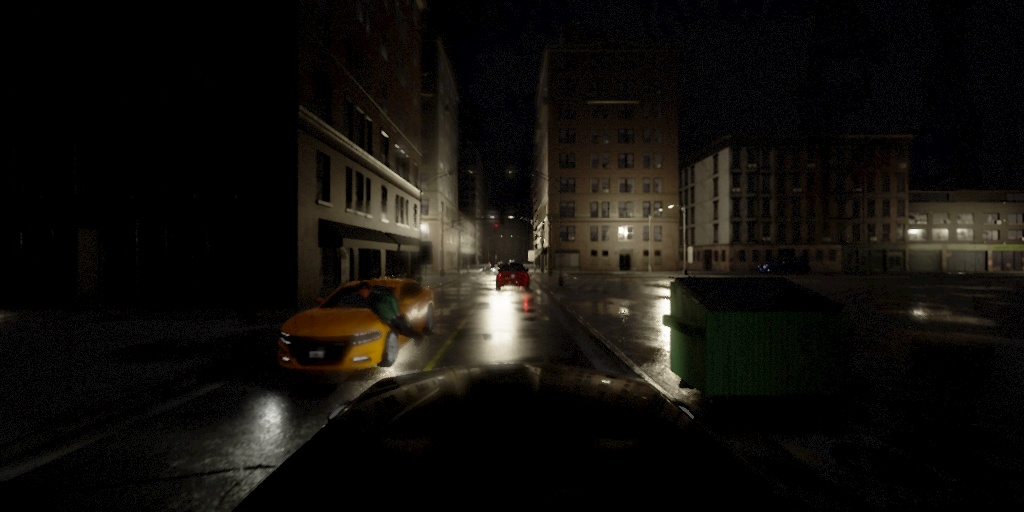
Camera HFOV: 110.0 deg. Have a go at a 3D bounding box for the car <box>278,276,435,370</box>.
[{"bbox_3d":[-3.108,1.267,8.195,1.882,1.535,5.008,0,1,0],"label":"car"}]

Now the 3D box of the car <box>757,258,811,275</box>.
[{"bbox_3d":[32.633,1.216,43.061,5.566,2.045,2.150,0,0,0],"label":"car"}]

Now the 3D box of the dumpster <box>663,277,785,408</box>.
[{"bbox_3d":[3.134,1.169,5.807,1.020,1.700,1.940,0,0,0],"label":"dumpster"}]

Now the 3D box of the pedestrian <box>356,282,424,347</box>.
[{"bbox_3d":[-1.958,1.128,6.136,0.375,1.860,0.375,-27,19,36],"label":"pedestrian"}]

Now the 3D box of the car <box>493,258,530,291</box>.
[{"bbox_3d":[0.069,1.229,23.486,2.097,1.767,4.553,0,0,0],"label":"car"}]
